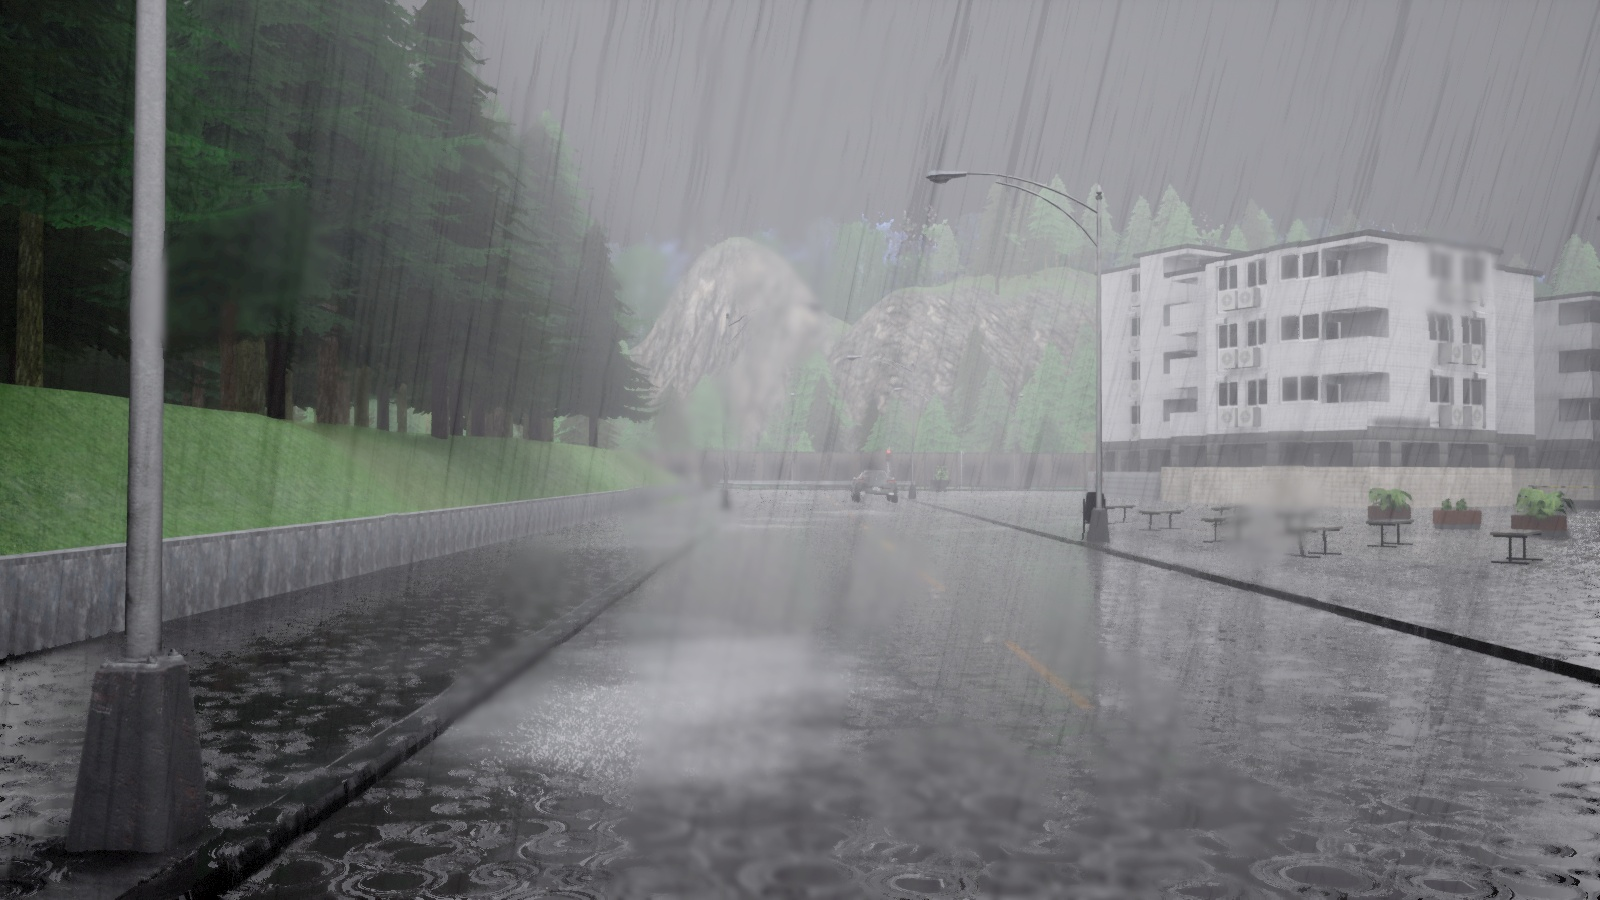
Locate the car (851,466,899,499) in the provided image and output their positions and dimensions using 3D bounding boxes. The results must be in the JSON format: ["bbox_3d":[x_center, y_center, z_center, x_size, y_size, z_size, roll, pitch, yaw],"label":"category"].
[{"bbox_3d":[3.854,1.667,65.020,2.152,1.651,5.027,0,-1,0],"label":"car"}]
